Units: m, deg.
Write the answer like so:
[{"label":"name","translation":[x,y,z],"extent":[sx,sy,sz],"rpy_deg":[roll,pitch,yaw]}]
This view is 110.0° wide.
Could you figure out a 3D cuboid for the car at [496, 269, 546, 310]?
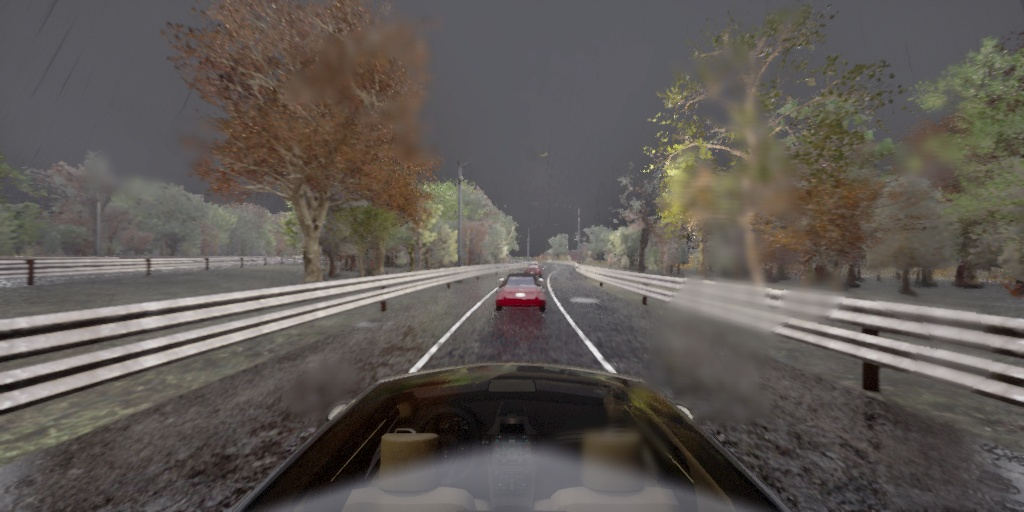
[{"label":"car","translation":[0.402,1.434,15.358],"extent":[1.994,1.385,4.181],"rpy_deg":[0,0,2]}]

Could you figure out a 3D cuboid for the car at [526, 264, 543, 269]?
[{"label":"car","translation":[2.511,1.645,40.590],"extent":[1.812,1.442,4.674],"rpy_deg":[0,0,7]}]
